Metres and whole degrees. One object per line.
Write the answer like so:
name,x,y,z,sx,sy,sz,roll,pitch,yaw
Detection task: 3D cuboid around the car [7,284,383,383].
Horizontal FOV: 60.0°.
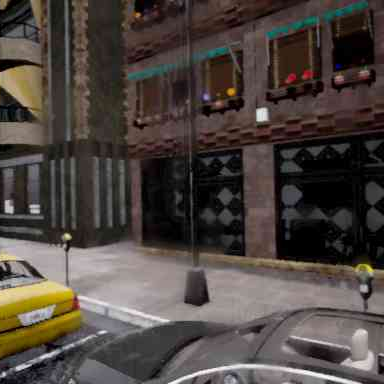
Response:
car,0.883,1.556,2.260,4.403,1.369,2.008,-1,-1,36

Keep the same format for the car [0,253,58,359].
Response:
car,-3.884,1.594,5.662,4.829,1.417,1.752,-1,-1,36
